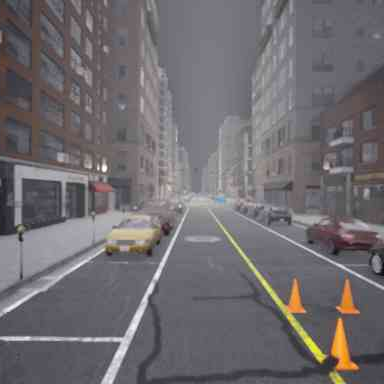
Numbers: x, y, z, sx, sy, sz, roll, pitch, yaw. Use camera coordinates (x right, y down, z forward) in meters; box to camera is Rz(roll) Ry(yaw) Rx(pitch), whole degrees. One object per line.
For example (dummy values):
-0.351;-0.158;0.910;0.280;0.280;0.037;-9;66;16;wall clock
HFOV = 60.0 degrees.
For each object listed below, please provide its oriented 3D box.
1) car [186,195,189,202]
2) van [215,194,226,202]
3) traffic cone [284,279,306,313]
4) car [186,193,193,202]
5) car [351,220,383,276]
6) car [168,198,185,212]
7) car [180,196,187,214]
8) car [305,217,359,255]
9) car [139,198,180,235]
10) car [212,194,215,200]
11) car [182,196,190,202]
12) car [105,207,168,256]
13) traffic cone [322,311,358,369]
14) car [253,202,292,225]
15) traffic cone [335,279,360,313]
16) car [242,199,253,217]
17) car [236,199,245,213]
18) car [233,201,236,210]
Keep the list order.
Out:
-1.770;1.565;46.430;2.008;1.369;4.403;0;0;1;car
6.565;1.435;73.427;1.690;1.788;3.998;0;0;1;van
1.990;1.975;6.423;0.340;0.580;0.340;0;0;1;traffic cone
-1.461;1.582;73.510;2.008;1.369;4.403;0;0;1;car
5.814;1.601;7.717;2.008;1.369;4.403;0;0;1;car
-1.835;1.536;40.742;1.752;1.417;4.829;0;0;1;car
-1.895;1.447;35.395;1.967;1.590;4.097;0;0;1;car
5.877;1.636;13.236;1.802;1.307;4.206;0;0;1;car
-2.083;1.310;18.840;2.192;1.841;5.009;0;0;1;car
6.693;1.683;84.788;1.802;1.307;4.206;0;0;1;car
-1.396;1.580;79.191;1.887;1.381;4.507;0;0;1;car
-2.145;1.517;13.154;1.752;1.417;4.829;0;0;1;car
1.967;1.973;4.423;0.340;0.580;0.340;0;0;1;traffic cone
6.003;1.612;24.273;2.008;1.369;4.403;0;0;1;car
2.990;1.983;6.411;0.340;0.580;0.340;0;0;1;traffic cone
6.066;1.616;29.792;2.008;1.369;4.403;0;0;1;car
6.128;1.651;35.310;1.802;1.307;4.206;0;0;1;car
6.192;1.513;40.829;1.967;1.590;4.097;0;0;1;car
